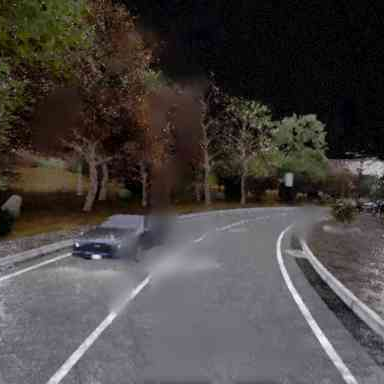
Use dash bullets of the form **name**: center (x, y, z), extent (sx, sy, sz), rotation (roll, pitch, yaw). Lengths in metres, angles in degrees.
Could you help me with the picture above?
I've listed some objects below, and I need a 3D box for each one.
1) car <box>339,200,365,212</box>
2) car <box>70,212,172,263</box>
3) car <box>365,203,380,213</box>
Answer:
- **car**: center (20.687, 1.862, 44.651), extent (2.150, 2.045, 5.566), rotation (6, 2, 44)
- **car**: center (-2.189, 1.453, 12.091), extent (2.033, 1.411, 5.357), rotation (1, 0, 12)
- **car**: center (28.062, 2.447, 52.351), extent (1.837, 1.490, 4.892), rotation (6, 2, 44)
